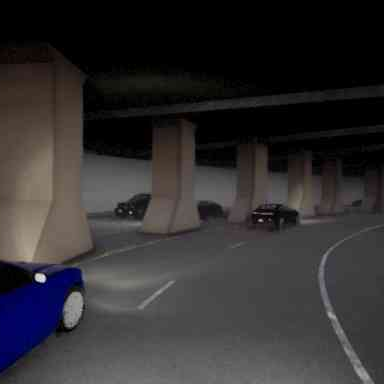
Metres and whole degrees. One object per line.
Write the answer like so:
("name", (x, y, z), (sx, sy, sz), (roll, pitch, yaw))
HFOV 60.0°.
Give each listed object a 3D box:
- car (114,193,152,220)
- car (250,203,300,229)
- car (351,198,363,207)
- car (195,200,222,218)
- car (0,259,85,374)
("car", (-3.778, 1.106, 27.451), (2.150, 2.045, 5.566), (1, 0, 37))
("car", (5.608, 1.518, 22.083), (2.128, 1.511, 4.902), (1, 0, 37))
("car", (28.323, 1.771, 54.730), (4.892, 1.490, 1.837), (1, 0, -28))
("car", (0.580, 1.437, 27.291), (2.128, 1.511, 4.902), (1, 0, 39))
("car", (-2.975, 1.427, 3.777), (1.882, 1.535, 5.008), (0, 0, 7))
